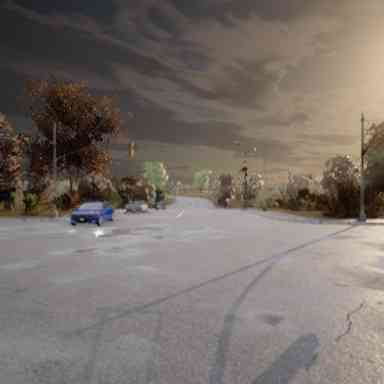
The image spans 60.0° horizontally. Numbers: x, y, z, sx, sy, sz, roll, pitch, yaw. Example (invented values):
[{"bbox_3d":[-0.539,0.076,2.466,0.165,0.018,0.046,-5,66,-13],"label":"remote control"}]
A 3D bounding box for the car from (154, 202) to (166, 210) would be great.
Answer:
[{"bbox_3d":[-5.956,2.645,62.637,2.128,1.511,4.902,0,-3,1],"label":"car"}]

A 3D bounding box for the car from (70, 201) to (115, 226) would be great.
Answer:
[{"bbox_3d":[-6.589,1.380,22.499,1.882,1.535,5.008,0,0,1],"label":"car"}]

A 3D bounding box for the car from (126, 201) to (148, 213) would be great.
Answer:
[{"bbox_3d":[-6.335,1.706,38.524,1.895,1.301,4.718,0,-2,1],"label":"car"}]
